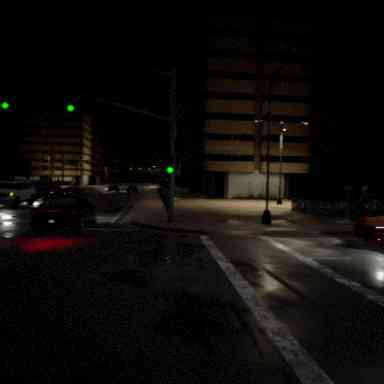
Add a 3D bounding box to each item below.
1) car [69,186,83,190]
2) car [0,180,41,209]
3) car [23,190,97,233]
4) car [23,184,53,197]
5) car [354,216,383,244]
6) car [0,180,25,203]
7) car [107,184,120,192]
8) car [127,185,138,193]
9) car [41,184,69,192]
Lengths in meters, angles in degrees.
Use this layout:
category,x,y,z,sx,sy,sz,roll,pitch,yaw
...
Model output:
category,x,y,z,sx,sy,sz,roll,pitch,yaw
car,-16.306,-0.175,45.703,1.994,1.385,4.181,1,2,-7
car,-14.121,0.130,26.162,2.150,2.045,5.566,1,2,-7
car,-5.655,0.885,15.227,1.882,1.535,5.008,1,2,-6
car,-19.439,-0.211,42.173,1.882,1.535,5.008,1,2,-6
car,8.644,1.244,12.403,5.008,1.535,1.882,1,2,-6
car,-18.327,-0.135,32.150,2.150,2.045,5.566,1,2,-6
car,-14.717,-0.705,62.537,1.812,1.442,4.674,1,2,-7
car,-11.282,-0.625,63.287,1.994,1.385,4.181,1,2,-7
car,-15.217,-0.059,35.789,2.097,1.767,4.553,1,2,-6
